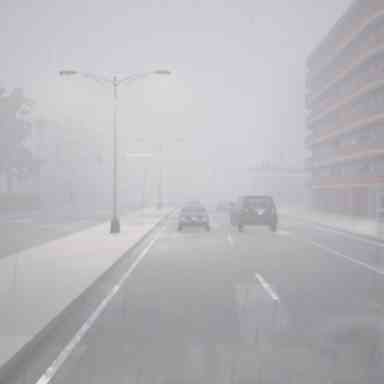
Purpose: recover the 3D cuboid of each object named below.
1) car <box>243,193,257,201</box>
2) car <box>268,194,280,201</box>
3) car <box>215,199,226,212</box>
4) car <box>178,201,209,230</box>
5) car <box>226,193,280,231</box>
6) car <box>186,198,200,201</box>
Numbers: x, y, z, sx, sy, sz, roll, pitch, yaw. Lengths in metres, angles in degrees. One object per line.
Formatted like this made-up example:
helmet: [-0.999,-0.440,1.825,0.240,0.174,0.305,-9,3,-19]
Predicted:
car: [13.222,1.123,76.088,2.242,1.667,4.611,0,0,0]
car: [18.967,1.282,76.849,1.970,1.475,3.806,0,0,0]
car: [3.607,1.480,36.563,1.994,1.385,4.181,0,0,0]
car: [0.103,1.500,20.696,2.033,1.411,5.357,0,0,0]
car: [3.599,1.176,20.141,2.150,2.045,5.566,0,0,0]
car: [0.105,1.409,36.021,2.128,1.511,4.902,0,0,0]
